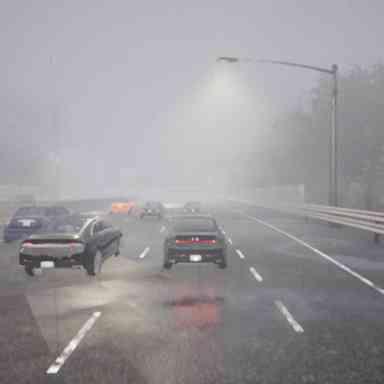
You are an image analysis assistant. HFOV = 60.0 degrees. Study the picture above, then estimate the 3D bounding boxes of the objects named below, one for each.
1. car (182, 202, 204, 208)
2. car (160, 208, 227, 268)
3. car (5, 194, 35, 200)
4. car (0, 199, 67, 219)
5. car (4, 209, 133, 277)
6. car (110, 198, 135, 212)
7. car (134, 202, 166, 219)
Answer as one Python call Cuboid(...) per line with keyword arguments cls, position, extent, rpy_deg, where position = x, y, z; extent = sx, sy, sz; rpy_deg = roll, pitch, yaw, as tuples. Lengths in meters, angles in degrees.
Cuboid(cls="car", position=(0.094, 1.560, 29.400), extent=(2.033, 1.411, 5.357), rpy_deg=(0, 0, 0))
Cuboid(cls="car", position=(0.098, 1.507, 11.298), extent=(1.837, 1.490, 4.892), rpy_deg=(0, 0, 0))
Cuboid(cls="car", position=(-21.091, 1.250, 40.475), extent=(2.150, 2.045, 5.566), rpy_deg=(0, 0, 0))
Cuboid(cls="car", position=(-6.903, 1.355, 16.015), extent=(2.097, 1.767, 4.553), rpy_deg=(0, 0, 0))
Cuboid(cls="car", position=(-3.402, 1.493, 10.251), extent=(2.128, 1.511, 4.902), rpy_deg=(0, 0, 0))
Cuboid(cls="car", position=(-6.909, 1.370, 33.966), extent=(2.097, 1.767, 4.553), rpy_deg=(0, 0, 0))
Cuboid(cls="car", position=(-3.405, 1.561, 29.360), extent=(2.033, 1.411, 5.357), rpy_deg=(0, 0, 0))
